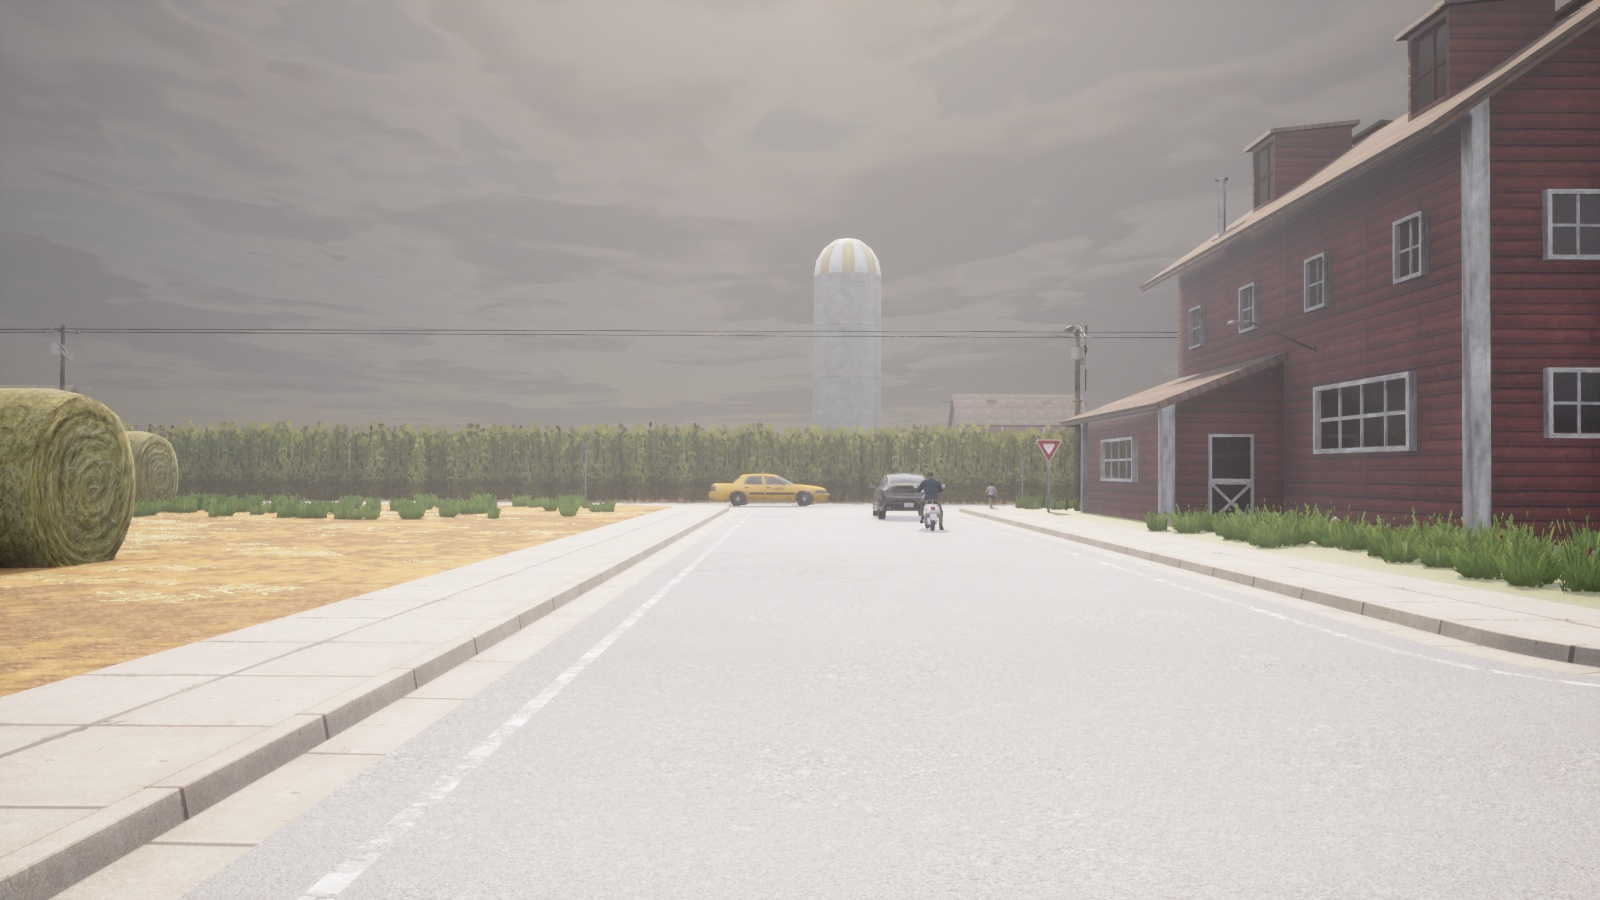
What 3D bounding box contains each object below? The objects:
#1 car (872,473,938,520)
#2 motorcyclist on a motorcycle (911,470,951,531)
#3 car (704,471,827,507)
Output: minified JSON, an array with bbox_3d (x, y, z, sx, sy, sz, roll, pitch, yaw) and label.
[{"bbox_3d":[3.489,1.522,42.494,1.837,1.490,4.892,0,-1,0],"label":"car"},{"bbox_3d":[3.492,1.322,33.611,0.866,1.590,1.817,0,-1,0],"label":"motorcyclist on a motorcycle"},{"bbox_3d":[-1.499,1.722,55.964,5.366,1.575,1.801,0,-1,1],"label":"car"}]
